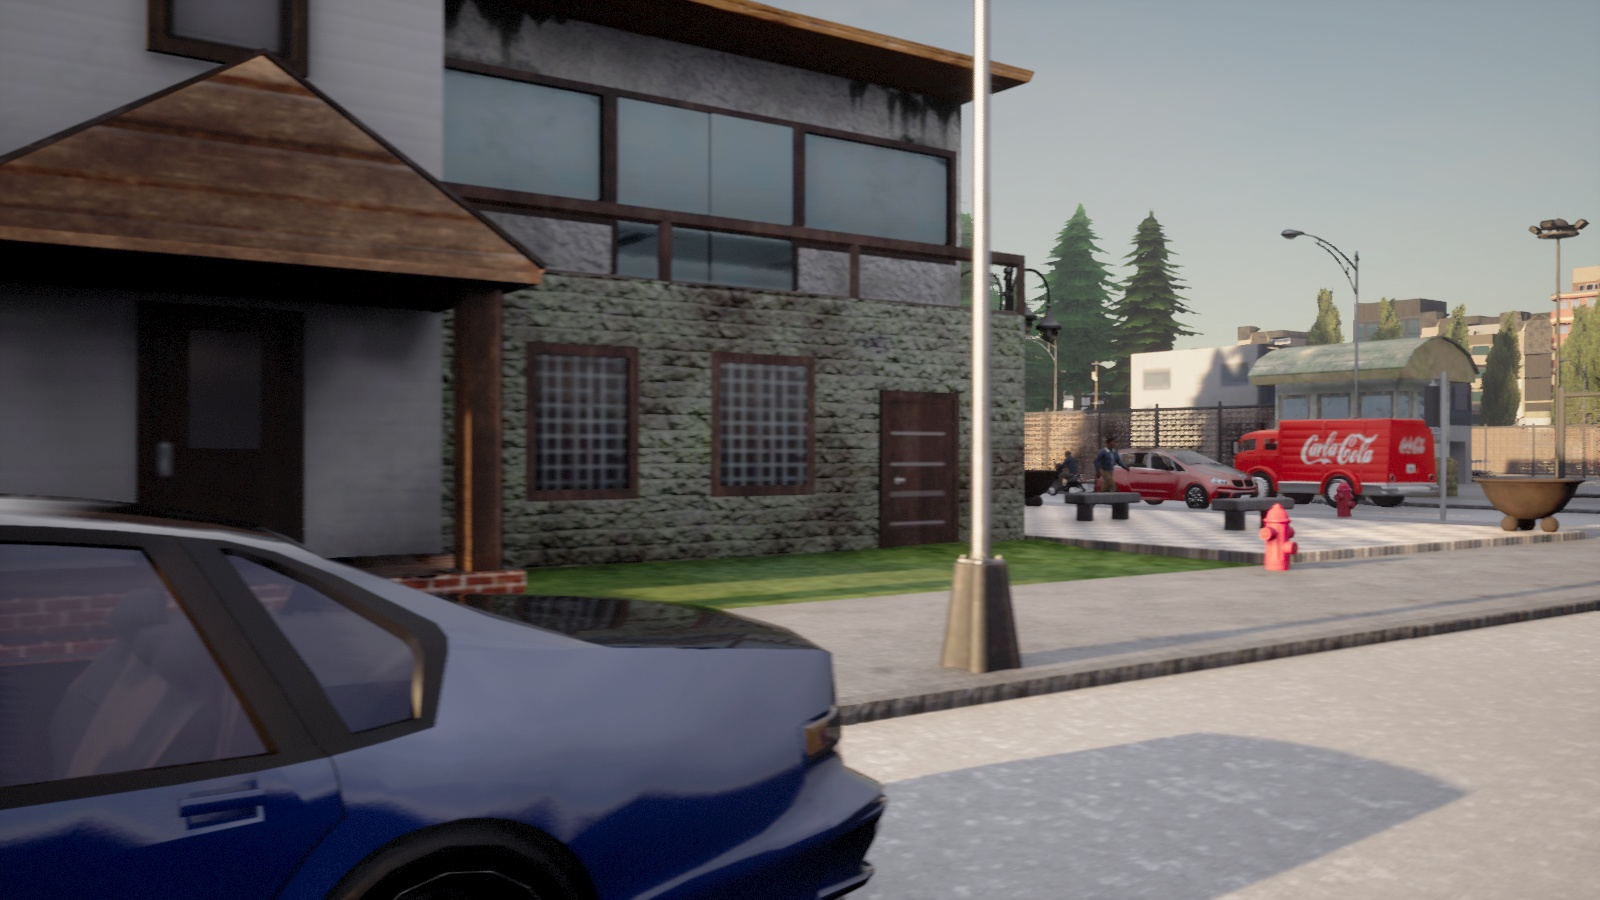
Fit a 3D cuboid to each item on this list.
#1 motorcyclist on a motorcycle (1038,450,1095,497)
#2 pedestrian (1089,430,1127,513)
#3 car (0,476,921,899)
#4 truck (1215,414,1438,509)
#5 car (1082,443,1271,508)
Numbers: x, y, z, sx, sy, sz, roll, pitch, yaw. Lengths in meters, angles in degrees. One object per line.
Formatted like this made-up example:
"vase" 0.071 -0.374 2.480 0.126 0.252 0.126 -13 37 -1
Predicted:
"motorcyclist on a motorcycle" 9.180 0.785 43.282 0.866 1.590 1.817 0 0 -33
"pedestrian" 7.387 0.513 30.137 0.423 1.949 0.788 0 0 -37
"car" -2.467 0.804 2.555 5.357 1.411 2.033 0 0 -35
"truck" 14.696 0.314 35.357 2.627 2.467 5.204 0 0 -34
"car" 10.308 0.652 34.700 2.242 1.667 4.611 0 0 -35
